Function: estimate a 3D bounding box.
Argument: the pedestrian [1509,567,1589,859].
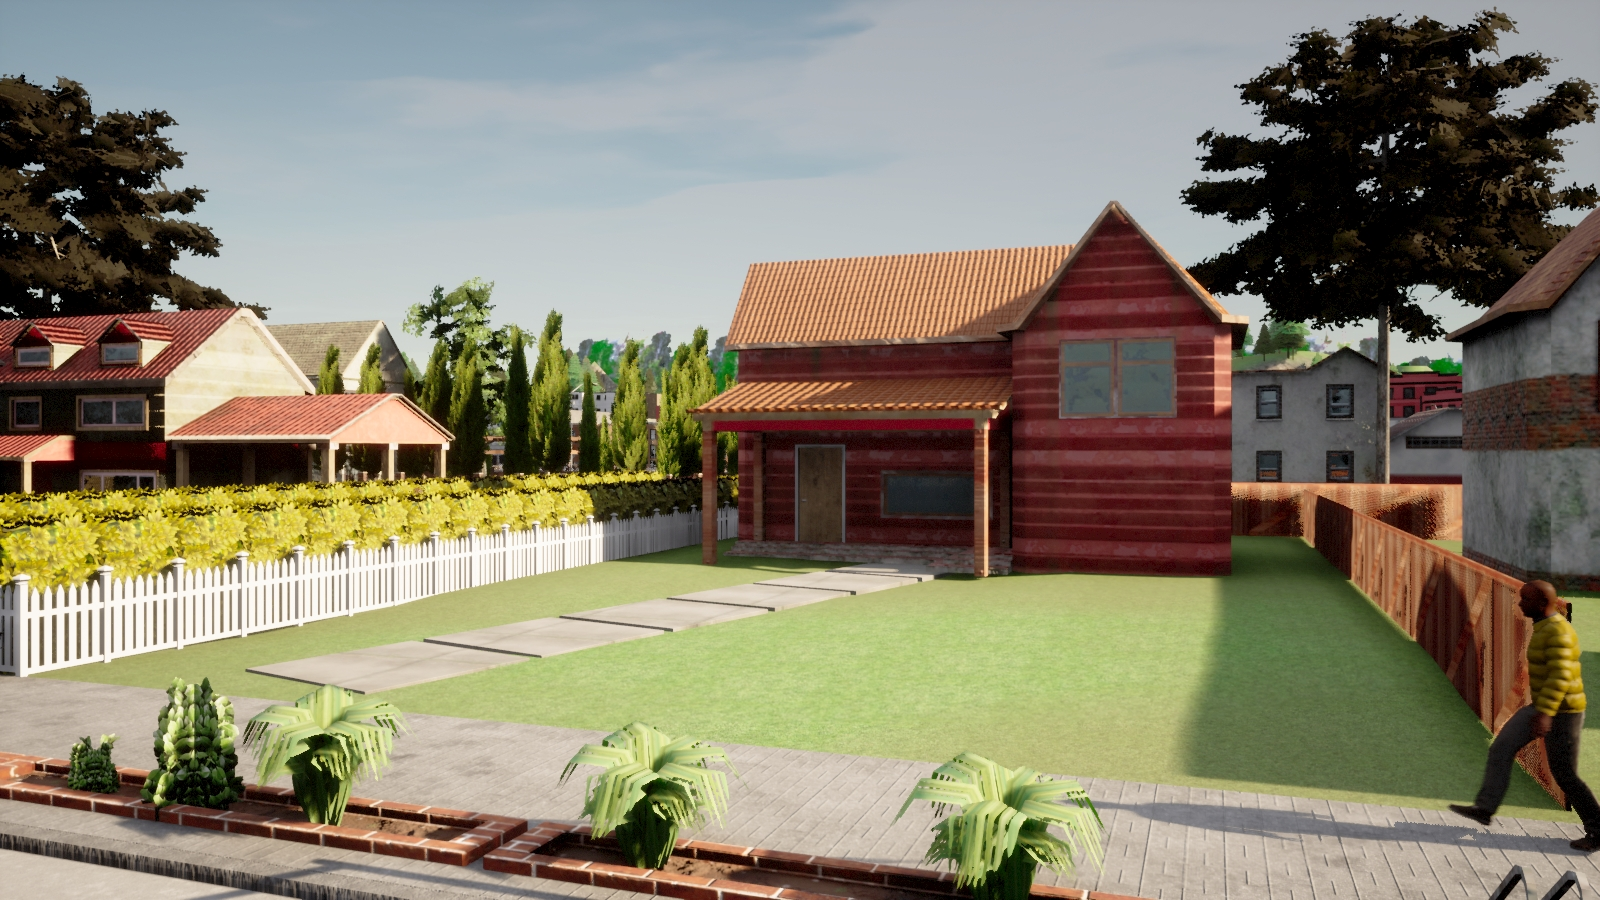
[{"bbox_3d":[5.045,1.744,7.711,0.375,1.860,0.375,0,0,20],"label":"pedestrian"}]
